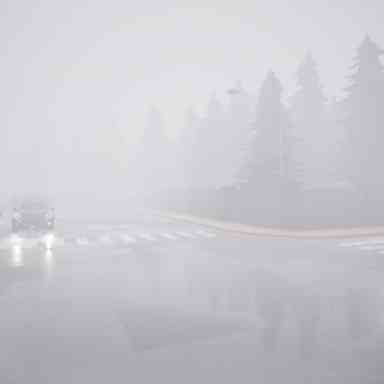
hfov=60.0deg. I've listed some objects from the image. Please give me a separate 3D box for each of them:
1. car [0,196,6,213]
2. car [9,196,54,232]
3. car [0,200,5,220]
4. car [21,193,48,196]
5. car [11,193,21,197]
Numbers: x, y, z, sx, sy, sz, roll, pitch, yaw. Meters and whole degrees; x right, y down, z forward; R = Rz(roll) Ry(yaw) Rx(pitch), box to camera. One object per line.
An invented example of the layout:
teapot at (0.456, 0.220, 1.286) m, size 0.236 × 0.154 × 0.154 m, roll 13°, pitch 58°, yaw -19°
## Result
car at (-21.474, 1.265, 35.186) m, size 2.097 × 1.767 × 4.553 m, roll 0°, pitch 0°, yaw -43°
car at (-9.428, 1.298, 19.920) m, size 2.097 × 1.767 × 4.553 m, roll 0°, pitch 0°, yaw -23°
car at (-16.217, 1.495, 26.583) m, size 1.994 × 1.385 × 4.181 m, roll 0°, pitch 0°, yaw -25°
car at (-13.302, 1.149, 28.666) m, size 2.150 × 2.045 × 5.566 m, roll 0°, pitch 0°, yaw -26°
car at (-18.993, 1.130, 37.732) m, size 2.150 × 2.045 × 5.566 m, roll 0°, pitch 0°, yaw -43°
